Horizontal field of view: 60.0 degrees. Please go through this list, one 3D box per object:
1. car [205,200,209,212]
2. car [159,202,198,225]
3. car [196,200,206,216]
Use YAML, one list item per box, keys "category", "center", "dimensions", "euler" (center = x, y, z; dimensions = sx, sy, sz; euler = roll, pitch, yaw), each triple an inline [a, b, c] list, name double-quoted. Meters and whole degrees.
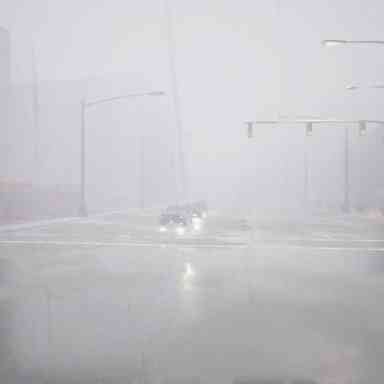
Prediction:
- category: "car"
  center: [1.235, 1.829, 44.274]
  dimensions: [2.128, 1.511, 4.902]
  euler: [0, -1, 7]
- category: "car"
  center: [-1.063, 1.642, 24.947]
  dimensions: [2.033, 1.411, 5.357]
  euler: [0, -1, 7]
- category: "car"
  center: [0.071, 1.802, 34.481]
  dimensions: [1.895, 1.301, 4.718]
  euler: [0, -1, 7]
